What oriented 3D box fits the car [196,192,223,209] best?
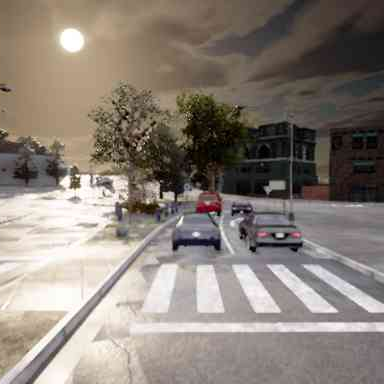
[{"bbox_3d":[1.660,1.025,30.849,2.150,2.045,5.566,0,1,7],"label":"car"}]

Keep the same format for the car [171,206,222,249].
[{"bbox_3d":[0.198,1.532,14.389,1.994,1.385,4.181,0,0,1],"label":"car"}]

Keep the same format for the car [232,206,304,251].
[{"bbox_3d":[3.062,1.517,13.908,2.033,1.411,5.357,0,0,1],"label":"car"}]

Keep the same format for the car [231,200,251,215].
[{"bbox_3d":[4.526,1.406,30.573,1.895,1.301,4.718,0,1,7],"label":"car"}]
